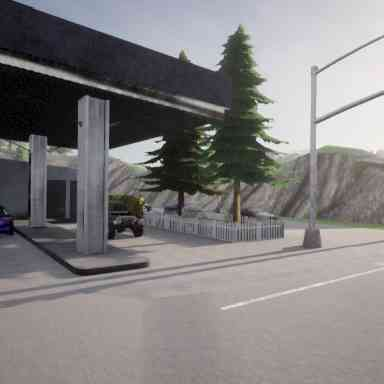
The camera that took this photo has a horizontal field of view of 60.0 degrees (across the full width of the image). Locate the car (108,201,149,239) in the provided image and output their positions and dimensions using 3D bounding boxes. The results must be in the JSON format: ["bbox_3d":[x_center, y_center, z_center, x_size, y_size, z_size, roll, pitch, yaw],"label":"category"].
[{"bbox_3d":[-4.272,1.448,18.380,1.905,1.878,3.866,1,0,-35],"label":"car"}]

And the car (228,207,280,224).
[{"bbox_3d":[4.523,1.816,24.869,1.994,1.385,4.181,1,0,-35],"label":"car"}]

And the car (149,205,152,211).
[{"bbox_3d":[-6.918,1.667,41.451,2.033,1.411,5.357,1,0,-35],"label":"car"}]

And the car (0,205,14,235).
[{"bbox_3d":[-11.400,1.524,18.656,2.242,1.667,4.611,1,0,-35],"label":"car"}]

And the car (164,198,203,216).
[{"bbox_3d":[-0.884,1.542,32.706,2.097,1.767,4.553,1,0,-35],"label":"car"}]
